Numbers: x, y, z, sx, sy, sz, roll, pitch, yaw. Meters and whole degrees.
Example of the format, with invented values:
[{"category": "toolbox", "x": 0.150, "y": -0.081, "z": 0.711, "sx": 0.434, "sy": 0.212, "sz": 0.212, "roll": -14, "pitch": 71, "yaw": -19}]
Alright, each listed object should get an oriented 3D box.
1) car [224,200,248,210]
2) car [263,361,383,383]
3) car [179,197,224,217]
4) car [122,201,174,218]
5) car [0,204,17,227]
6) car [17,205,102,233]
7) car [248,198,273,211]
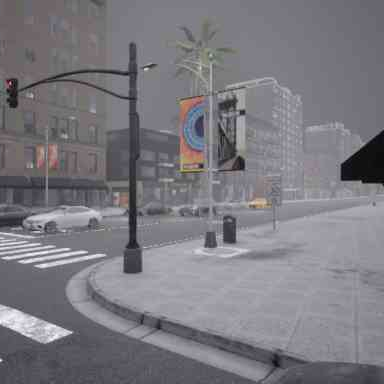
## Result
[{"category": "car", "x": 5.133, "y": 1.664, "z": 43.487, "sx": 1.895, "sy": 1.301, "sz": 4.718, "roll": 0, "pitch": 0, "yaw": 35}, {"category": "car", "x": 2.187, "y": 1.551, "z": 1.288, "sx": 4.403, "sy": 1.369, "sz": 2.008, "roll": 0, "pitch": 0, "yaw": 35}, {"category": "car", "x": 0.711, "y": 1.392, "z": 31.600, "sx": 2.097, "sy": 1.767, "sz": 4.553, "roll": 0, "pitch": 0, "yaw": 35}, {"category": "car", "x": -3.897, "y": 1.577, "z": 30.705, "sx": 2.033, "sy": 1.411, "sz": 5.357, "roll": 0, "pitch": 0, "yaw": 35}, {"category": "car", "x": -11.620, "y": 1.513, "z": 19.749, "sx": 1.837, "sy": 1.490, "sz": 4.892, "roll": 0, "pitch": 0, "yaw": 35}, {"category": "car", "x": -7.522, "y": 1.542, "z": 19.904, "sx": 1.812, "sy": 1.442, "sz": 4.674, "roll": 0, "pitch": 0, "yaw": 35}, {"category": "car", "x": 8.917, "y": 1.549, "z": 43.201, "sx": 1.882, "sy": 1.535, "sz": 5.008, "roll": 0, "pitch": 0, "yaw": 36}]
